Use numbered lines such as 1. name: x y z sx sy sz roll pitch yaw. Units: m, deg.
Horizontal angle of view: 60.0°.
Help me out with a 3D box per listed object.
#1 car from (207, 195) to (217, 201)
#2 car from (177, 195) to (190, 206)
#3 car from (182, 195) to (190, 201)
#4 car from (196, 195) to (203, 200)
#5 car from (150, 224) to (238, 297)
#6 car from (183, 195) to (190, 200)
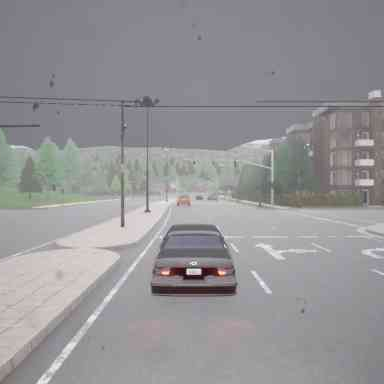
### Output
1. car: 5.467 1.539 85.385 2.033 1.411 5.357 0 0 0
2. car: -1.364 1.352 54.513 2.097 1.767 4.553 0 0 -1
3. car: -1.532 1.523 85.338 1.812 1.442 4.674 0 0 0
4. car: 1.953 1.478 91.249 1.882 1.535 5.008 0 0 0
5. car: 0.041 1.547 8.768 2.033 1.411 5.357 0 0 0
6. car: -1.557 1.571 95.653 1.895 1.301 4.718 0 0 0
